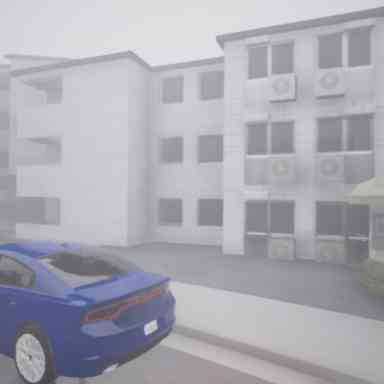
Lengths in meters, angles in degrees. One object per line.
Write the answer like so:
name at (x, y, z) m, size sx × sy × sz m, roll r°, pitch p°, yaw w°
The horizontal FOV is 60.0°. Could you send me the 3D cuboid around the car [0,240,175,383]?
car at (-2.637, 1.531, 5.422) m, size 5.008 × 1.535 × 1.882 m, roll 0°, pitch -1°, yaw 31°
